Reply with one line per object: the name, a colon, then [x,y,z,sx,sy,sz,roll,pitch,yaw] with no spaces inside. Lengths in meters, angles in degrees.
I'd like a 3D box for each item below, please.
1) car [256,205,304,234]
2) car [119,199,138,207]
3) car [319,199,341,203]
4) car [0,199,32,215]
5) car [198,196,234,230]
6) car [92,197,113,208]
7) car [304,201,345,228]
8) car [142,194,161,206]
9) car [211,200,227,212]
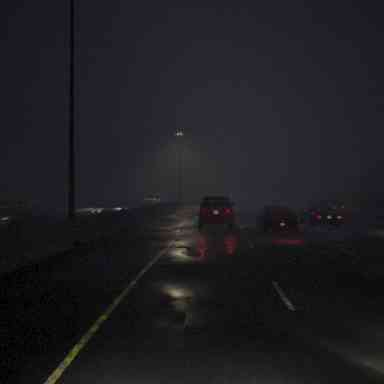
car: [4.929,1.527,19.757,1.882,1.535,5.008,0,0,5]
car: [-9.834,1.678,51.813,1.895,1.301,4.718,0,0,6]
car: [13.091,1.444,32.271,2.097,1.767,4.553,0,0,5]
car: [-18.551,1.501,34.291,1.882,1.535,5.008,0,0,5]
car: [1.600,1.267,21.842,2.150,2.045,5.566,0,0,5]
car: [-13.514,1.558,50.204,2.128,1.511,4.902,0,0,6]
car: [8.734,1.612,23.078,2.033,1.411,5.357,0,0,5]
car: [-6.247,1.362,52.485,2.150,2.045,5.566,0,0,5]
car: [3.360,1.688,41.171,1.895,1.301,4.718,0,0,5]
